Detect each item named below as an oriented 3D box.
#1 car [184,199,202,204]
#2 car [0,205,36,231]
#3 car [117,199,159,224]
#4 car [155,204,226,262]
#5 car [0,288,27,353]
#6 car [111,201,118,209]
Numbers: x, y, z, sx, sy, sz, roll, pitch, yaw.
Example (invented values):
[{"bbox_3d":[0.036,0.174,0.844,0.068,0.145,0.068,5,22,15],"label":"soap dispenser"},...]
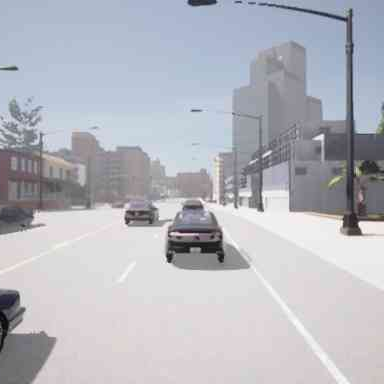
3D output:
[{"bbox_3d":[0.103,1.398,28.427,1.837,1.490,4.892,0,-1,0],"label":"car"},{"bbox_3d":[-10.598,1.403,18.263,2.033,1.411,5.357,0,0,0],"label":"car"},{"bbox_3d":[-3.398,1.401,23.037,2.033,1.411,5.357,0,0,0],"label":"car"},{"bbox_3d":[0.100,1.392,11.732,2.128,1.511,4.902,0,0,0],"label":"car"},{"bbox_3d":[-3.409,1.526,2.520,2.033,1.411,5.357,0,1,0],"label":"car"},{"bbox_3d":[-13.992,2.456,63.140,1.812,1.442,4.674,0,-2,0],"label":"car"}]
